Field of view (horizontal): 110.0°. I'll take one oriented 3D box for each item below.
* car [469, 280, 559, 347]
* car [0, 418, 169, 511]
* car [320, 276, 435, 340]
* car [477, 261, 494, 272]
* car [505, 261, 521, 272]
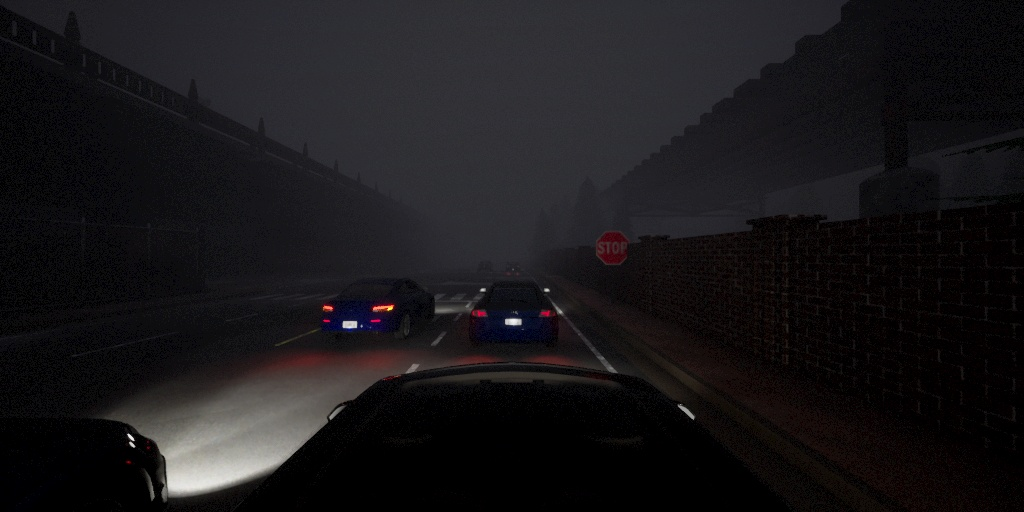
[{"bbox_3d":[0.070,1.314,9.315,1.994,1.385,4.181,0,0,1],"label":"car"},{"bbox_3d":[-3.399,1.314,0.742,1.994,1.385,4.181,0,0,0],"label":"car"},{"bbox_3d":[-3.412,1.276,9.838,1.812,1.442,4.674,0,0,0],"label":"car"},{"bbox_3d":[-3.391,1.296,45.963,2.033,1.411,5.357,0,0,-1],"label":"car"},{"bbox_3d":[0.104,1.350,46.131,1.895,1.301,4.718,0,0,-1],"label":"car"}]
